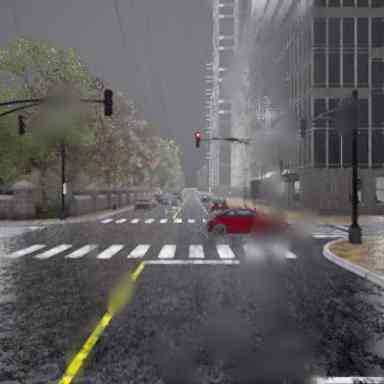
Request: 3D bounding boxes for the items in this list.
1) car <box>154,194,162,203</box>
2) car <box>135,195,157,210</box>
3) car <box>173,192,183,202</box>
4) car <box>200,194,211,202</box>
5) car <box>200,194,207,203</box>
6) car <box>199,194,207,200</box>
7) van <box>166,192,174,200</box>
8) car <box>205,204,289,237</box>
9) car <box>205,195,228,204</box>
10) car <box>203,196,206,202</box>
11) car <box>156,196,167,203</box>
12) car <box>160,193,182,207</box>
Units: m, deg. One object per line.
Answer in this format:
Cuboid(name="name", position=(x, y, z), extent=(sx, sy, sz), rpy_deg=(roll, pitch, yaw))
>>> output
Cuboid(name="car", position=(-5.691, 1.396, 45.312), extent=(2.008, 1.369, 4.403), rpy_deg=(0, 0, 0))
Cuboid(name="car", position=(-5.691, 1.409, 39.629), extent=(1.887, 1.381, 4.507), rpy_deg=(0, 0, 0))
Cuboid(name="car", position=(-3.005, 0.998, 66.795), extent=(2.150, 2.045, 5.566), rpy_deg=(0, 0, 0))
Cuboid(name="car", position=(2.689, 1.198, 68.037), extent=(1.967, 1.590, 4.097), rpy_deg=(0, 0, 0))
Cuboid(name="car", position=(2.689, 1.348, 62.357), extent=(1.947, 1.339, 4.313), rpy_deg=(0, 0, 0))
Cuboid(name="car", position=(2.689, 1.229, 79.573), extent=(1.752, 1.417, 4.829), rpy_deg=(0, 0, 0))
Cuboid(name="van", position=(-5.691, 1.017, 85.093), extent=(1.690, 1.788, 3.998), rpy_deg=(0, 0, 0))
Cuboid(name="car", position=(2.784, 1.501, 17.144), extent=(4.181, 1.385, 1.994), rpy_deg=(0, 0, 1))
Cuboid(name="car", position=(2.691, 1.324, 33.951), extent=(1.967, 1.590, 4.097), rpy_deg=(0, 0, 0))
Cuboid(name="car", position=(2.690, 1.430, 39.632), extent=(1.947, 1.339, 4.313), rpy_deg=(0, 0, 0))
Cuboid(name="car", position=(-5.692, 1.364, 62.360), extent=(1.802, 1.307, 4.206), rpy_deg=(0, 0, 0))
Cuboid(name="car", position=(-3.078, 1.324, 48.949), extent=(2.128, 1.511, 4.902), rpy_deg=(0, 0, 0))
